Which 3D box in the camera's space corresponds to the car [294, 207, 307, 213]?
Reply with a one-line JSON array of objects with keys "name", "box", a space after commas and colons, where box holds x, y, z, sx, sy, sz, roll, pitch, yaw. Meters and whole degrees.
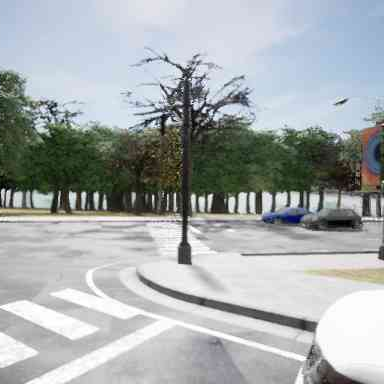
[{"name": "car", "box": [10.766, 2.017, 25.843, 4.553, 1.767, 2.097, 1, 1, -11]}]

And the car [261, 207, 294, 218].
[{"name": "car", "box": [8.424, 2.068, 28.694, 5.008, 1.535, 1.882, 1, 1, -11]}]

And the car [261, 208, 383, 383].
[{"name": "car", "box": [3.275, 1.217, 1.355, 5.566, 2.045, 2.150, 0, 0, 36]}]
